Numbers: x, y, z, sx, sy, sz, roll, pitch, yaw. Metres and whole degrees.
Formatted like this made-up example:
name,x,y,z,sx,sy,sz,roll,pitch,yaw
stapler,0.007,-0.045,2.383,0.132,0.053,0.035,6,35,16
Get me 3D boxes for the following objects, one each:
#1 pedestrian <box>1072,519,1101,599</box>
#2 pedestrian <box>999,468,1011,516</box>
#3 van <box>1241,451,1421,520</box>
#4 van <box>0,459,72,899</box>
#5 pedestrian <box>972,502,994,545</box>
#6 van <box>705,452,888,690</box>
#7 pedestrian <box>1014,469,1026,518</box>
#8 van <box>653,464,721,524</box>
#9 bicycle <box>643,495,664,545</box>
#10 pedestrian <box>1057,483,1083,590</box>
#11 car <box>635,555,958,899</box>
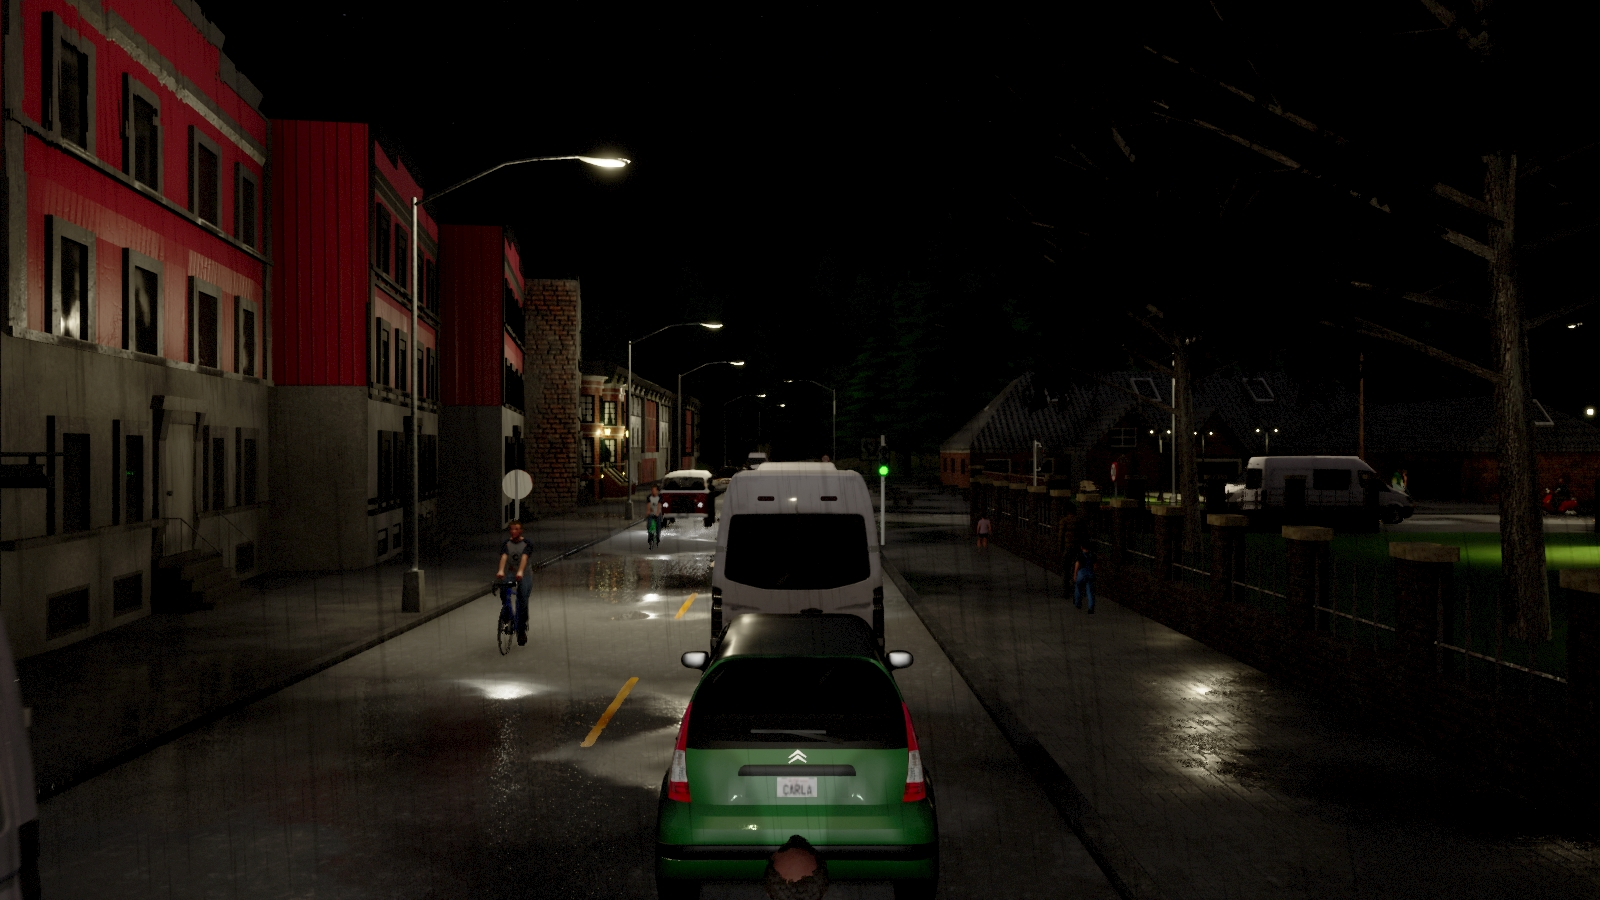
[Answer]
name,x,y,z,sx,sy,sz,roll,pitch,yaw
pedestrian,4.765,1.805,19.015,0.375,1.300,0.375,0,0,0
pedestrian,7.989,1.629,44.492,0.375,1.860,0.375,0,0,-5
van,20.159,1.315,43.537,5.915,2.561,1.988,0,0,1
van,-4.017,1.315,1.796,1.988,2.561,5.915,0,0,0
pedestrian,4.742,1.904,29.622,0.500,1.100,0.500,0,0,0
van,-0.048,1.314,15.327,1.988,2.561,5.915,0,0,0
pedestrian,8.270,1.629,42.890,0.375,1.860,0.375,0,0,-2
van,-4.099,1.563,42.092,2.069,2.038,4.480,0,0,0
bicycle,-4.074,1.936,31.881,0.373,1.296,1.643,0,0,0
pedestrian,4.763,1.525,20.179,0.375,1.860,0.375,0,0,1
car,-0.023,1.779,8.527,1.851,1.617,3.988,0,0,0
